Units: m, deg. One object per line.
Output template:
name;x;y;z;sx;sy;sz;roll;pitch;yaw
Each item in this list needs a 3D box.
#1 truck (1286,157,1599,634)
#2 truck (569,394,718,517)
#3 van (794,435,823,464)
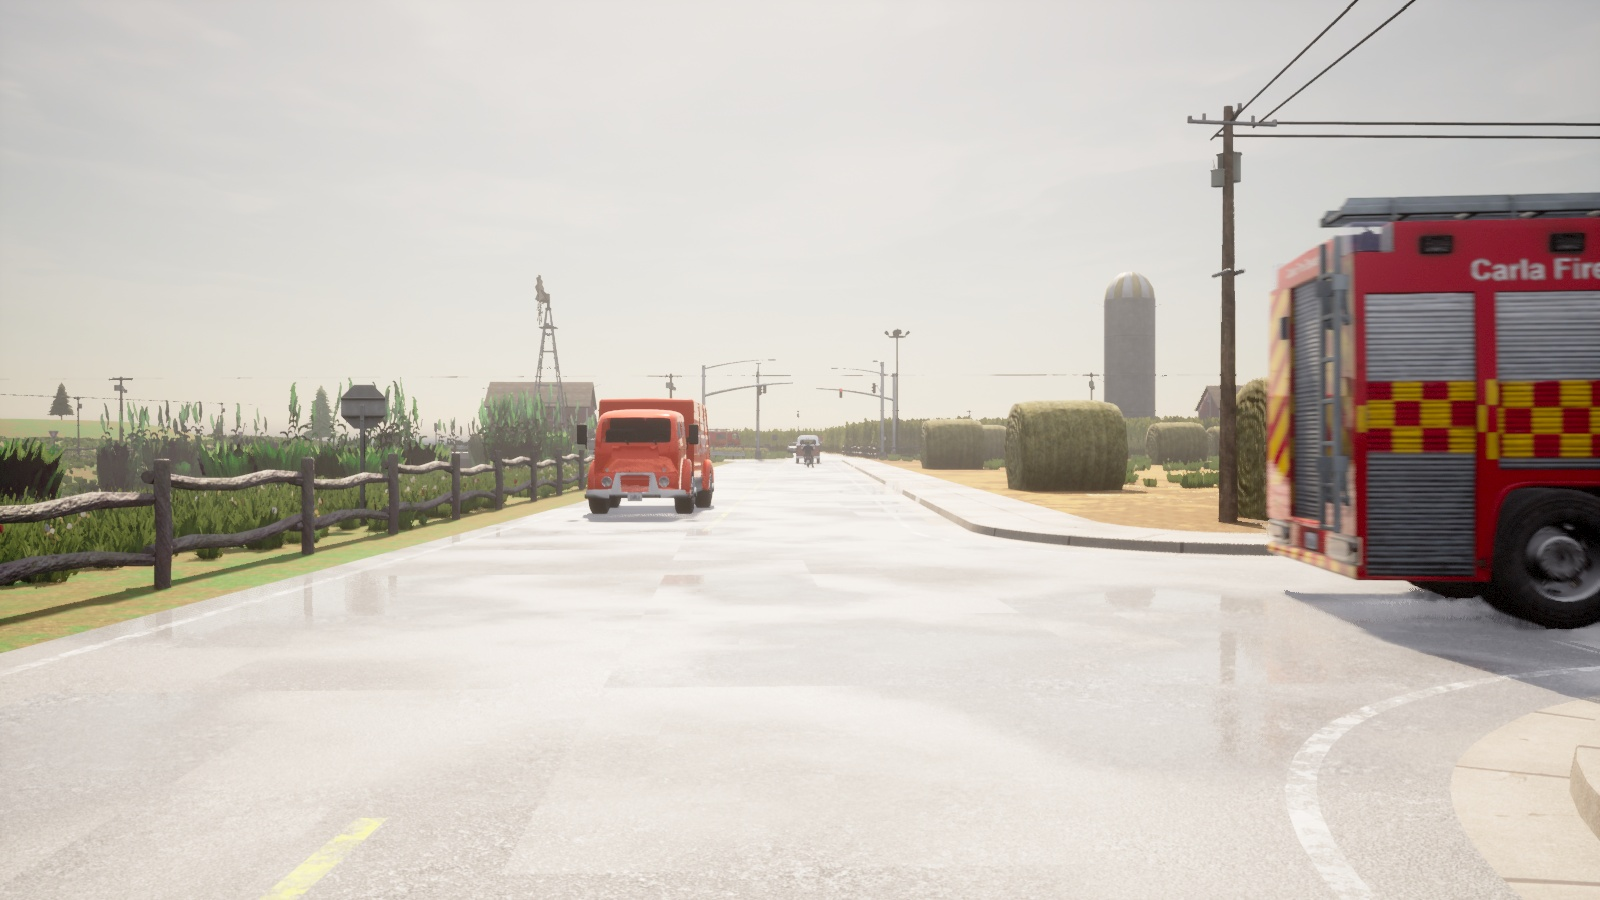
truck;9.124;-0.438;11.203;8.468;3.827;2.891;0;0;7
truck;-3.311;0.101;27.866;2.627;2.467;5.204;0;0;0
van;0.589;-0.048;91.887;2.069;2.038;4.480;0;0;0
